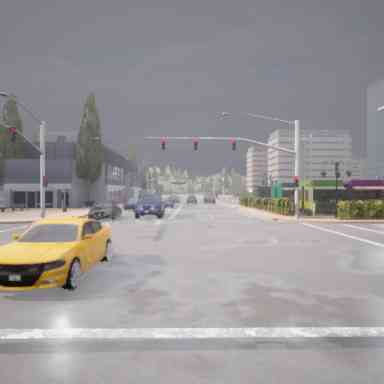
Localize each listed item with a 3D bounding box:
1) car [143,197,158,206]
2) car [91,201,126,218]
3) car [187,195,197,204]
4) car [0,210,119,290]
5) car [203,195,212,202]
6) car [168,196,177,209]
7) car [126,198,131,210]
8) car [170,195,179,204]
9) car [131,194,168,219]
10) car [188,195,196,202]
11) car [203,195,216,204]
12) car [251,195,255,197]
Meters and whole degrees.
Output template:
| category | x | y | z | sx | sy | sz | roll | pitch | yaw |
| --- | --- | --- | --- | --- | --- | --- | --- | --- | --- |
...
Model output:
| category | x | y | z | sx | sy | sz | roll | pitch | yaw |
| --- | --- | --- | --- | --- | --- | --- | --- | --- | --- |
| car | -7.093 | 1.547 | 57.486 | 2.033 | 1.411 | 5.357 | 0 | 0 | 0 |
| car | -7.106 | 1.564 | 27.558 | 1.994 | 1.385 | 4.181 | 0 | 0 | 0 |
| car | -0.016 | 1.491 | 63.705 | 2.128 | 1.511 | 4.902 | 0 | 0 | 0 |
| car | -3.603 | 1.477 | 9.265 | 1.882 | 1.535 | 5.008 | 0 | 0 | 0 |
| car | 3.482 | 1.397 | 73.981 | 1.812 | 1.442 | 4.674 | 0 | 0 | 0 |
| car | -3.608 | 1.564 | 46.254 | 1.994 | 1.385 | 4.181 | 0 | 0 | 0 |
| car | -7.109 | 1.477 | 40.845 | 1.882 | 1.535 | 5.008 | 0 | 0 | 0 |
| car | -3.553 | 1.351 | 64.352 | 2.097 | 1.767 | 4.553 | 0 | 0 | 0 |
| car | -3.607 | 1.221 | 29.182 | 2.150 | 2.045 | 5.566 | 0 | 0 | 0 |
| car | -0.018 | 1.372 | 73.979 | 1.837 | 1.490 | 4.892 | 0 | 0 | 0 |
| car | 3.484 | 1.491 | 63.706 | 2.128 | 1.511 | 4.902 | 0 | 0 | 0 |
| car | 17.748 | 1.153 | 86.877 | 4.605 | 1.855 | 1.932 | 0 | 0 | -2 |
